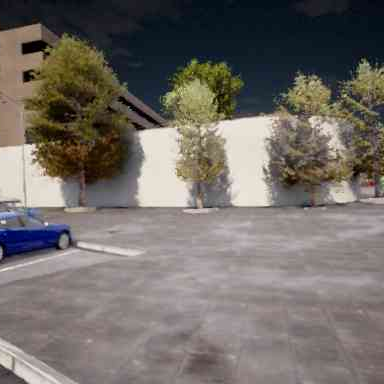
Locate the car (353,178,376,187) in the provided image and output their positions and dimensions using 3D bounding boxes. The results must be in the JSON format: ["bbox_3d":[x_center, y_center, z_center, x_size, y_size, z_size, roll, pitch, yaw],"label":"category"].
[{"bbox_3d":[43.698,-2.455,84.149,4.553,1.767,2.185,-5,0,-7],"label":"car"}]

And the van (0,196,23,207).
[{"bbox_3d":[-8.621,1.203,13.440,1.878,1.987,4.442,0,-1,17],"label":"van"}]

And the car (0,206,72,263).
[{"bbox_3d":[-6.274,1.448,11.505,2.097,1.535,5.008,0,-1,17],"label":"car"}]

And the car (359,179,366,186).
[{"bbox_3d":[43.105,-2.266,81.244,5.008,1.535,2.097,-5,1,-7],"label":"car"}]
